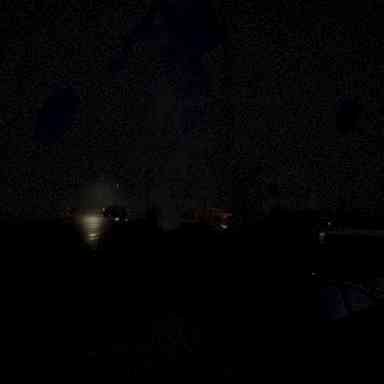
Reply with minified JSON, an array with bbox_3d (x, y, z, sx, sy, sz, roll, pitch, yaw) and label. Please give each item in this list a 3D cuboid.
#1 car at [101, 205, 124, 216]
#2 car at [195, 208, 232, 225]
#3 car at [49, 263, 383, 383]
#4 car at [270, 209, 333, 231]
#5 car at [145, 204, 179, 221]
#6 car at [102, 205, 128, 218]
[{"bbox_3d":[-14.988,3.444,62.644,2.150,2.045,5.566,1,-3,-36],"label":"car"},{"bbox_3d":[2.325,2.384,33.251,1.882,1.535,5.008,1,-3,-36],"label":"car"},{"bbox_3d":[0.726,1.565,3.591,4.181,1.385,1.994,0,0,-36],"label":"car"},{"bbox_3d":[8.135,2.045,25.050,1.837,1.490,4.892,1,-3,-35],"label":"car"},{"bbox_3d":[-3.884,2.524,41.986,2.150,2.045,5.566,1,-3,-35],"label":"car"},{"bbox_3d":[-12.480,3.065,54.205,2.150,2.045,5.566,1,-3,-35],"label":"car"}]
